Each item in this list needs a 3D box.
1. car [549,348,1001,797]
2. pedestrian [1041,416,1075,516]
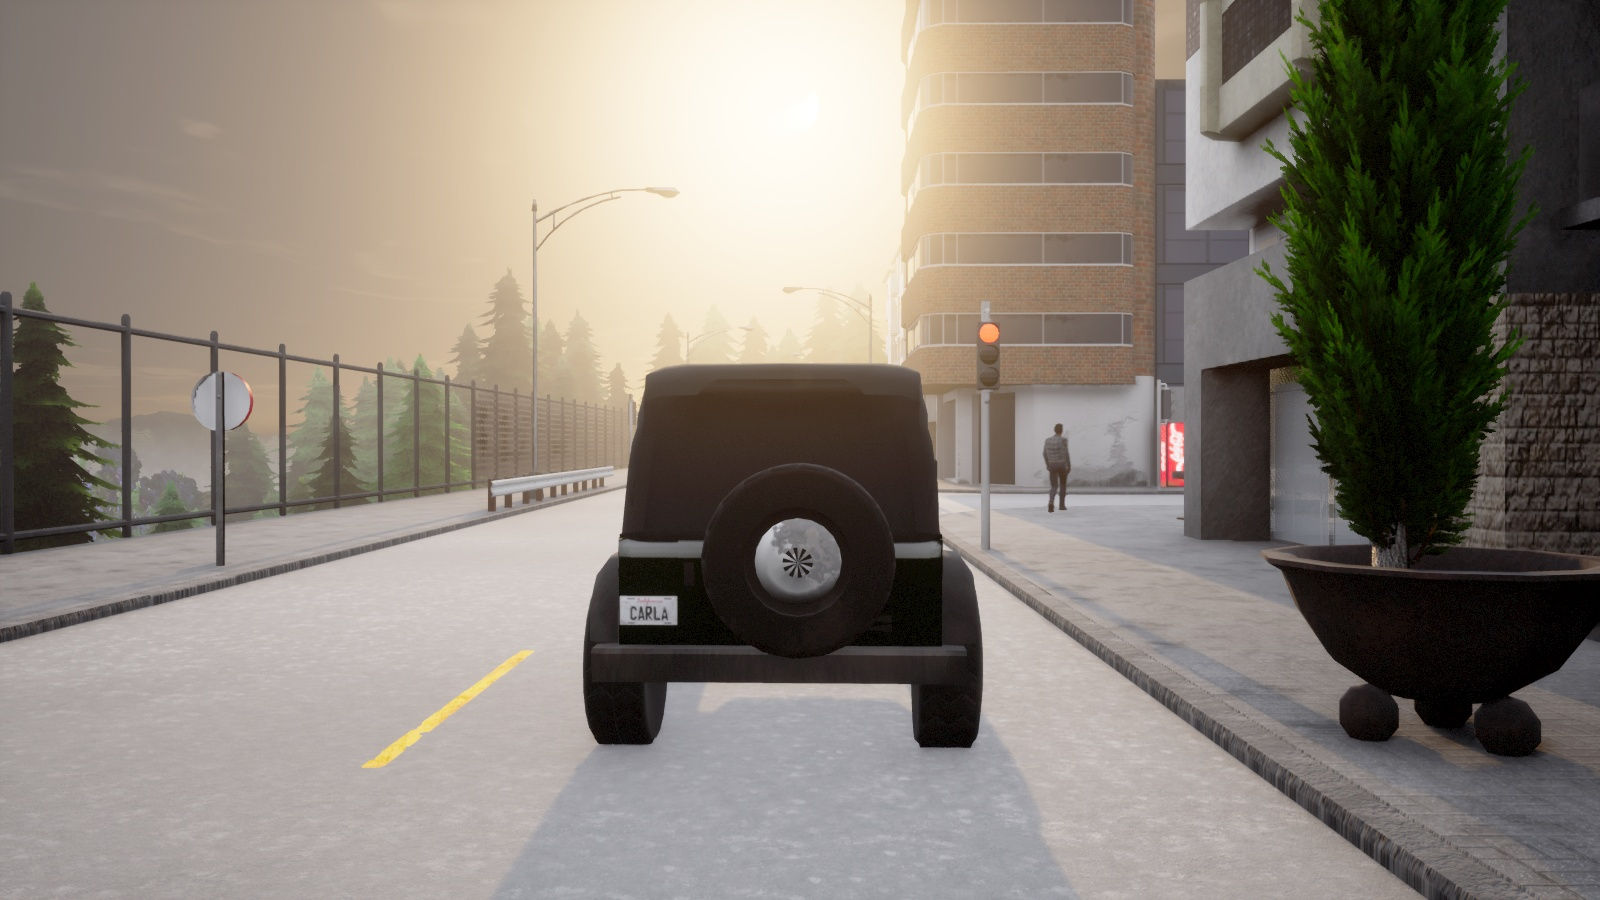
[{"bbox_3d":[-0.029,0.502,7.220,1.905,1.878,3.866,0,0,2],"label":"car"},{"bbox_3d":[5.166,0.313,25.134,0.423,1.949,0.788,0,0,31],"label":"pedestrian"}]
